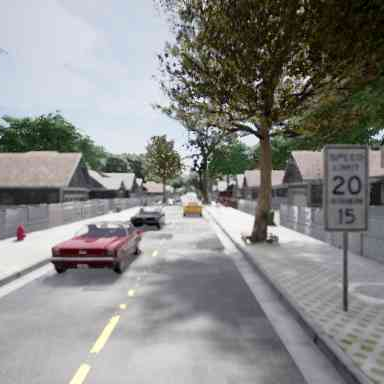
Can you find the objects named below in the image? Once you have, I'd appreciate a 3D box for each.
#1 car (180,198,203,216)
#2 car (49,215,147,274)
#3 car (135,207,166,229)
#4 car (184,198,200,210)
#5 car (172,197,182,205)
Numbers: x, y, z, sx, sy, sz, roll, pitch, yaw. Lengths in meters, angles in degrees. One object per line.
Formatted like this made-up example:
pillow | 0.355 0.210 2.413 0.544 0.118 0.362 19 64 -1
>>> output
car | 0.089 1.616 33.803 1.882 1.535 5.008 0 0 0
car | -2.851 1.644 10.902 1.895 1.301 4.718 0 0 0
car | -2.845 1.690 22.299 1.895 1.301 4.718 0 0 0
car | 0.019 1.690 46.460 2.128 1.511 4.902 0 0 1
car | -2.768 1.614 63.940 1.812 1.442 4.674 0 0 0
